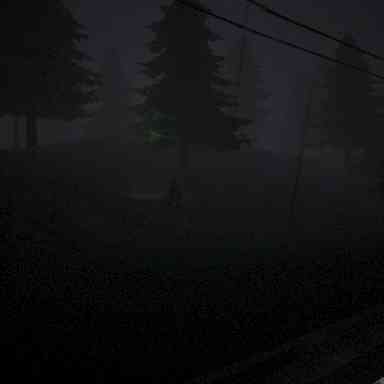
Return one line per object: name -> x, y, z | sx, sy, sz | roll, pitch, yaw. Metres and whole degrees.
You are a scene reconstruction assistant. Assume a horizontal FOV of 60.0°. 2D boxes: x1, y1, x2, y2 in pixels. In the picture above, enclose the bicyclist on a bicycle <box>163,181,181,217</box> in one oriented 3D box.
bicyclist on a bicycle -> -0.948, 0.308, 16.508 | 0.582, 1.620, 1.656 | -1, 19, -37
